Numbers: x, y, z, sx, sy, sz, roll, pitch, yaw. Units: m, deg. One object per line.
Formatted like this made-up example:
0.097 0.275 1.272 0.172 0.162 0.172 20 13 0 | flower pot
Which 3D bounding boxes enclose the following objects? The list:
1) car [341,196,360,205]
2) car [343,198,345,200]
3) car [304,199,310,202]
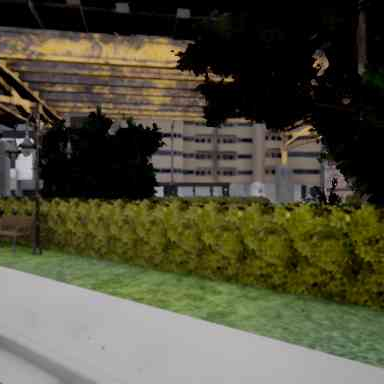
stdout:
24.062 1.287 50.588 1.853 1.218 4.536 0 0 16 | car
24.048 1.445 50.538 2.038 1.542 4.974 0 0 16 | car
12.372 1.470 34.916 5.008 1.535 1.882 0 0 -9 | car
